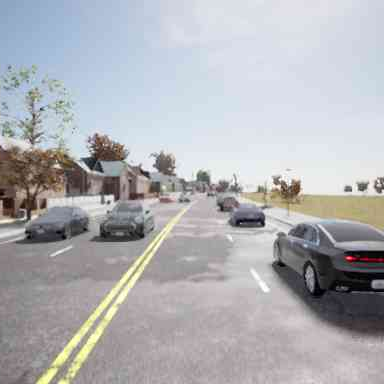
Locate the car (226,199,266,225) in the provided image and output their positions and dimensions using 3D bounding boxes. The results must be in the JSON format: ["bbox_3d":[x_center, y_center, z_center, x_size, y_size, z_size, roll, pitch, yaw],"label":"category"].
[{"bbox_3d":[3.682,1.418,22.571,1.994,1.385,4.181,0,0,1],"label":"car"}]

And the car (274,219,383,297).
[{"bbox_3d":[3.415,1.447,8.411,1.837,1.490,4.892,0,-1,1],"label":"car"}]

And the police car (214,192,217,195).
[{"bbox_3d":[5.213,1.048,58.542,1.930,1.638,5.238,0,0,4],"label":"police car"}]

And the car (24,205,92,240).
[{"bbox_3d":[-6.414,1.418,16.517,1.812,1.442,4.674,0,0,1],"label":"car"}]

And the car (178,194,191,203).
[{"bbox_3d":[-1.309,1.118,58.942,2.128,1.511,4.902,0,0,4],"label":"car"}]

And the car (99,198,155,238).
[{"bbox_3d":[-3.150,1.242,16.924,2.097,1.767,4.553,0,0,1],"label":"car"}]

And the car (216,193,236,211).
[{"bbox_3d":[4.032,1.196,36.576,2.033,1.649,4.856,0,0,2],"label":"car"}]

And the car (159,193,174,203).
[{"bbox_3d":[-4.542,0.979,59.263,2.097,1.767,4.553,0,0,4],"label":"car"}]
